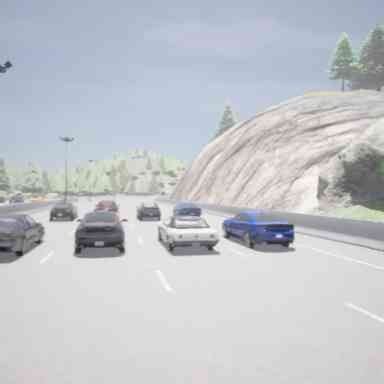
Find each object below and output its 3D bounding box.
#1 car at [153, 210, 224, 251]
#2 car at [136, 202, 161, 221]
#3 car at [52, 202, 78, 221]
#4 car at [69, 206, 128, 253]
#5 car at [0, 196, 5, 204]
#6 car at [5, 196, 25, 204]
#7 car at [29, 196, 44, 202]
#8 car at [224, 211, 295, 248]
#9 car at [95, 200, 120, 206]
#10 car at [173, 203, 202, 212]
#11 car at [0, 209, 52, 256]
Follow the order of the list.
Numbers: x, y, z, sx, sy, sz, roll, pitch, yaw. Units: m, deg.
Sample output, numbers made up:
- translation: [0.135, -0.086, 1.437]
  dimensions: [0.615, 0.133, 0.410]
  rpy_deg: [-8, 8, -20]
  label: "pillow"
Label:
- translation: [-0.361, 1.706, 14.677]
  dimensions: [1.895, 1.301, 4.718]
  rpy_deg: [1, 0, -13]
  label: "car"
- translation: [-3.869, 1.662, 29.451]
  dimensions: [2.128, 1.511, 4.902]
  rpy_deg: [1, 0, -13]
  label: "car"
- translation: [-10.697, 1.593, 27.912]
  dimensions: [1.812, 1.442, 4.674]
  rpy_deg: [1, 0, -13]
  label: "car"
- translation: [-3.808, 1.563, 14.063]
  dimensions: [1.837, 1.490, 4.892]
  rpy_deg: [1, 0, -13]
  label: "car"
- translation: [-37.058, 1.520, 63.125]
  dimensions: [2.033, 1.411, 5.357]
  rpy_deg: [1, 0, -13]
  label: "car"
- translation: [-33.653, 1.531, 63.934]
  dimensions: [1.837, 1.490, 4.892]
  rpy_deg: [1, 0, -13]
  label: "car"
- translation: [-30.248, 1.560, 64.743]
  dimensions: [1.882, 1.535, 5.008]
  rpy_deg: [1, 0, -13]
  label: "car"
- translation: [2.962, 1.636, 15.852]
  dimensions: [1.882, 1.535, 5.008]
  rpy_deg: [1, 0, -13]
  label: "car"
- translation: [-7.226, 1.468, 28.442]
  dimensions: [2.097, 1.767, 4.553]
  rpy_deg: [1, -1, -13]
  label: "car"
- translation: [-0.505, 1.699, 30.438]
  dimensions: [1.882, 1.535, 5.008]
  rpy_deg: [1, 0, -13]
  label: "car"
- translation: [-7.143, 1.550, 12.945]
  dimensions: [2.033, 1.411, 5.357]
  rpy_deg: [1, 0, -13]
  label: "car"
